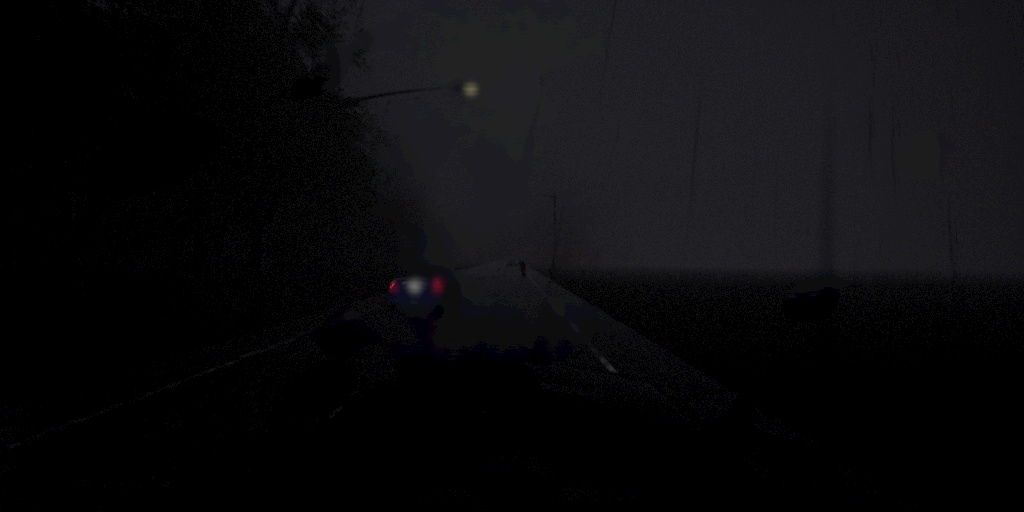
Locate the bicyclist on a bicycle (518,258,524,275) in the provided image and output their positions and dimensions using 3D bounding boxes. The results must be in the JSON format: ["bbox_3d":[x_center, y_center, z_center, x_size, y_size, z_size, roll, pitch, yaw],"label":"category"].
[{"bbox_3d":[0.969,1.119,39.277,0.659,1.776,1.843,0,0,0],"label":"bicyclist on a bicycle"}]

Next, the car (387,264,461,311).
[{"bbox_3d":[-3.398,1.101,14.651,2.097,1.767,4.553,0,0,0],"label":"car"}]

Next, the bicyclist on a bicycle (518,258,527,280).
[{"bbox_3d":[0.967,1.201,29.813,0.582,1.620,1.656,0,0,0],"label":"bicyclist on a bicycle"}]
